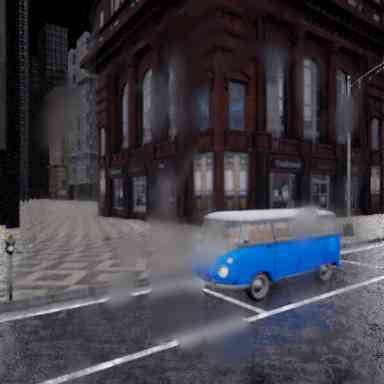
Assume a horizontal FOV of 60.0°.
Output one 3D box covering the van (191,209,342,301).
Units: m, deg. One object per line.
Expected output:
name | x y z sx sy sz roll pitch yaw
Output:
van | 1.884 1.320 7.989 3.998 1.788 1.690 0 0 -35
